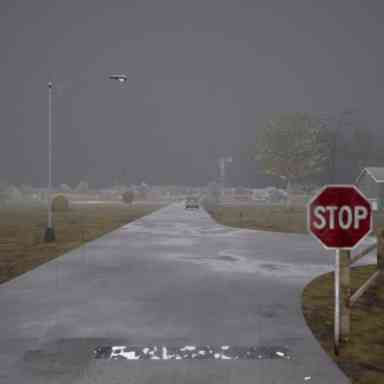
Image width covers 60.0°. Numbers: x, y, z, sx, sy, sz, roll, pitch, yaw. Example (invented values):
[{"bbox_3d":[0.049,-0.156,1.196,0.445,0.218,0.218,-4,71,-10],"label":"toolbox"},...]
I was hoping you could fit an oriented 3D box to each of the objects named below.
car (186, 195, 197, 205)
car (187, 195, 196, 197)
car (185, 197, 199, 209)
[{"bbox_3d":[-0.081,1.733,70.930,2.150,2.045,5.566,0,-1,0],"label":"car"},{"bbox_3d":[-0.066,1.652,60.567,2.150,2.045,5.566,0,-1,0],"label":"car"},{"bbox_3d":[0.042,1.880,50.517,1.994,1.385,4.181,0,-1,0],"label":"car"}]
